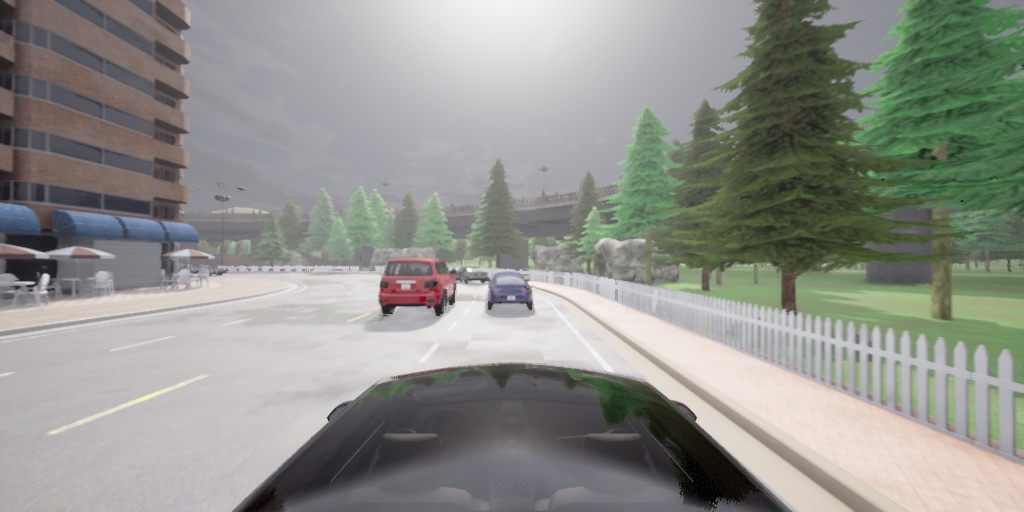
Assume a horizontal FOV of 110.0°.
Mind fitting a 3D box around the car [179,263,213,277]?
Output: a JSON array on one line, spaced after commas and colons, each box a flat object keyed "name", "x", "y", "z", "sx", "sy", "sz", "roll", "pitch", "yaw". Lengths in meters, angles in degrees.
[{"name": "car", "x": -36.541, "y": 1.515, "z": 39.674, "sx": 4.553, "sy": 1.767, "sz": 2.097, "roll": 0, "pitch": -1, "yaw": 1}]

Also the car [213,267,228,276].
[{"name": "car", "x": -37.461, "y": 1.751, "z": 43.214, "sx": 5.357, "sy": 1.411, "sz": 2.033, "roll": 0, "pitch": -1, "yaw": 1}]

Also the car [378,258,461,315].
[{"name": "car", "x": -3.567, "y": 1.113, "z": 14.416, "sx": 2.150, "sy": 2.045, "sz": 5.566, "roll": 0, "pitch": 0, "yaw": -2}]

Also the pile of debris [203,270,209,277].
[{"name": "pile of debris", "x": -41.368, "y": 2.455, "z": 50.214, "sx": 1.860, "sy": 0.140, "sz": 1.500, "roll": 0, "pitch": 0, "yaw": 0}]

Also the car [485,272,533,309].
[{"name": "car", "x": -0.180, "y": 1.428, "z": 15.729, "sx": 1.812, "sy": 1.442, "sz": 4.674, "roll": 0, "pitch": 0, "yaw": -4}]

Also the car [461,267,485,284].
[{"name": "car", "x": -3.784, "y": 1.617, "z": 31.030, "sx": 2.033, "sy": 1.411, "sz": 5.357, "roll": 0, "pitch": -1, "yaw": -27}]
